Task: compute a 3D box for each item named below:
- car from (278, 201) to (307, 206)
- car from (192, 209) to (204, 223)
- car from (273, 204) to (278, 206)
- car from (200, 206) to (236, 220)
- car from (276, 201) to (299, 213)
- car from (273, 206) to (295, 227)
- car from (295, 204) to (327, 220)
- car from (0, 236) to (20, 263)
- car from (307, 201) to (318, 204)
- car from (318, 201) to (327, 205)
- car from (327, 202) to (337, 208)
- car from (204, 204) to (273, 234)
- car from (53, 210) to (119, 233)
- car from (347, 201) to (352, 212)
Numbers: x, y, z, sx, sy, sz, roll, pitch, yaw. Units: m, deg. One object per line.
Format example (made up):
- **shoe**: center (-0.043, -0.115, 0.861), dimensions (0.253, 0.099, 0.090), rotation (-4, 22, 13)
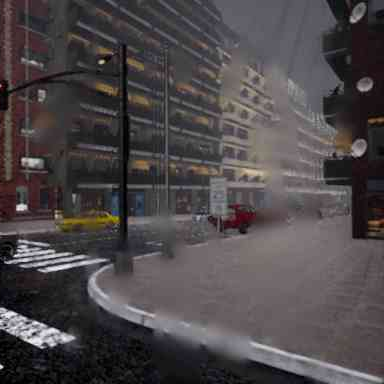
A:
- **car**: center (14.771, 2.483, 48.799), dimensions (1.837, 1.490, 4.892), rotation (0, -2, 35)
- **car**: center (1.929, 2.066, 30.601), dimensions (2.128, 1.511, 4.902), rotation (0, -1, 35)
- **car**: center (12.551, 2.515, 50.330), dimensions (1.752, 1.417, 4.829), rotation (-2, -2, 35)
- **car**: center (2.910, 2.233, 36.547), dimensions (1.887, 1.381, 4.507), rotation (-2, -2, 35)
- **car**: center (15.893, 2.409, 55.116), dimensions (2.192, 1.841, 5.009), rotation (-2, -2, 35)
- **car**: center (6.539, 2.081, 27.172), dimensions (1.887, 1.381, 4.507), rotation (-2, -2, 35)
- **car**: center (13.032, 2.322, 36.452), dimensions (1.802, 1.307, 4.206), rotation (-2, -2, 35)
- **car**: center (-7.145, 1.676, 9.753), dimensions (2.033, 1.411, 5.357), rotation (0, -1, -3)
- **car**: center (22.389, 2.839, 64.393), dimensions (1.887, 1.381, 4.507), rotation (-2, -2, 35)
- **car**: center (25.632, 2.709, 69.038), dimensions (2.192, 1.841, 5.009), rotation (-2, -2, 35)
- **car**: center (32.128, 3.136, 78.315), dimensions (1.887, 1.381, 4.507), rotation (-2, -2, 35)
- **car**: center (3.290, 1.749, 22.538), dimensions (2.192, 1.841, 5.009), rotation (-2, -2, 35)
- **car**: center (-6.927, 1.902, 22.485), dimensions (1.752, 1.417, 4.829), rotation (-2, -2, 35)
- **car**: center (29.260, 2.560, 59.663), dimensions (2.192, 1.841, 5.009), rotation (-2, -2, 35)
